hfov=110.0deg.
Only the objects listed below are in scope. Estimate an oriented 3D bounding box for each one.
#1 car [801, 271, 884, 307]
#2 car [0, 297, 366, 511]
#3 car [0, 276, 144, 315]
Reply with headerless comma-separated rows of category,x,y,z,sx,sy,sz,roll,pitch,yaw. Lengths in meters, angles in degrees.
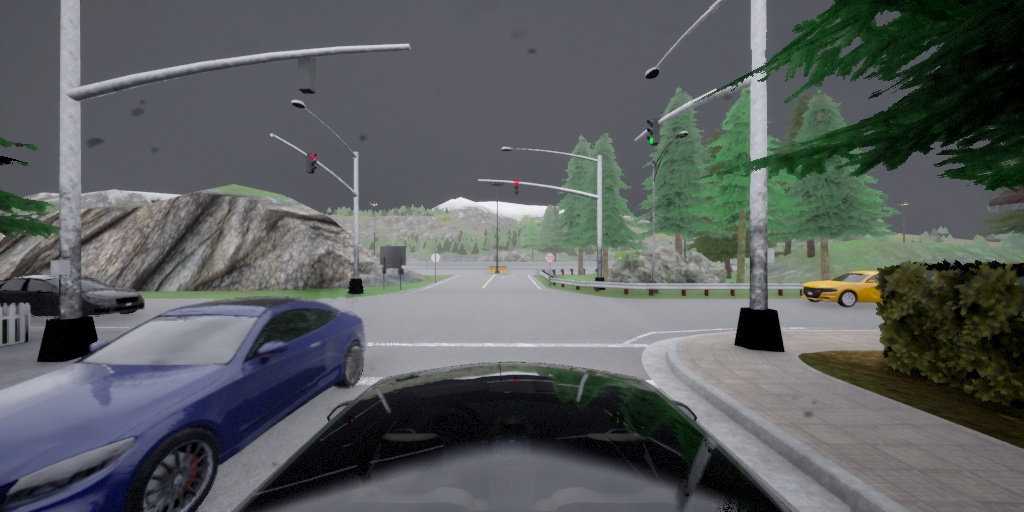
car,15.955,1.419,16.176,5.008,1.535,1.882,0,0,0
car,-3.324,1.272,4.217,1.812,1.442,4.674,0,0,1
car,-15.918,1.446,12.630,4.892,1.490,1.837,0,0,0
